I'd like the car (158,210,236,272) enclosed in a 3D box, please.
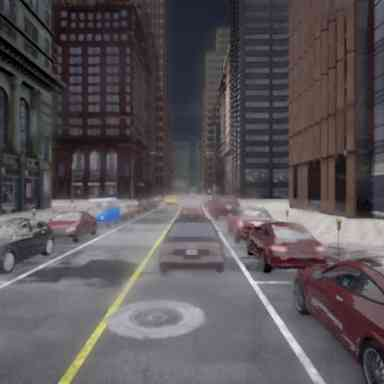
[{"bbox_3d":[0.027,1.533,10.713,2.033,1.411,5.357,0,0,1],"label":"car"}]

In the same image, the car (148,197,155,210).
[{"bbox_3d":[-5.767,1.528,38.529,1.947,1.339,4.313,0,0,0],"label":"car"}]

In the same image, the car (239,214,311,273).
[{"bbox_3d":[2.759,1.568,10.352,1.802,1.307,4.206,0,0,0],"label":"car"}]

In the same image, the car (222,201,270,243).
[{"bbox_3d":[2.758,1.420,15.987,1.967,1.590,4.097,0,0,0],"label":"car"}]

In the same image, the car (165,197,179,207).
[{"bbox_3d":[-3.055,1.434,50.471,1.882,1.535,5.008,0,0,0],"label":"car"}]

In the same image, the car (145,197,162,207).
[{"bbox_3d":[-5.768,1.508,49.802,2.008,1.369,4.403,0,0,0],"label":"car"}]

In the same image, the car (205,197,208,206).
[{"bbox_3d":[2.757,1.280,32.895,2.192,1.841,5.009,0,0,0],"label":"car"}]

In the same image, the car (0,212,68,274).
[{"bbox_3d":[-5.766,1.537,10.345,2.008,1.369,4.403,0,0,0],"label":"car"}]

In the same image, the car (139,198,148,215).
[{"bbox_3d":[-5.767,1.547,32.892,1.802,1.307,4.206,0,0,0],"label":"car"}]

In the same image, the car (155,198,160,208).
[{"bbox_3d":[-5.768,1.525,44.165,1.947,1.339,4.313,0,0,0],"label":"car"}]

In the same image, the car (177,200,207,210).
[{"bbox_3d":[0.040,1.570,27.243,1.895,1.301,4.718,0,0,1],"label":"car"}]

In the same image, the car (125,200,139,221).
[{"bbox_3d":[-5.767,1.494,27.085,1.752,1.417,4.829,0,0,0],"label":"car"}]

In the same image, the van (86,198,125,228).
[{"bbox_3d":[-5.767,1.315,21.619,1.690,1.788,3.998,0,0,0],"label":"van"}]

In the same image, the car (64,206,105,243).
[{"bbox_3d":[-5.766,1.561,15.983,1.802,1.307,4.206,0,0,0],"label":"car"}]

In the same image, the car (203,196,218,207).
[{"bbox_3d":[2.757,1.397,49.804,1.967,1.590,4.097,0,0,0],"label":"car"}]

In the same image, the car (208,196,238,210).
[{"bbox_3d":[2.757,1.284,27.259,2.192,1.841,5.009,0,0,0],"label":"car"}]

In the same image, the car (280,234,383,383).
[{"bbox_3d":[2.760,1.575,4.715,1.802,1.307,4.206,0,0,0],"label":"car"}]
